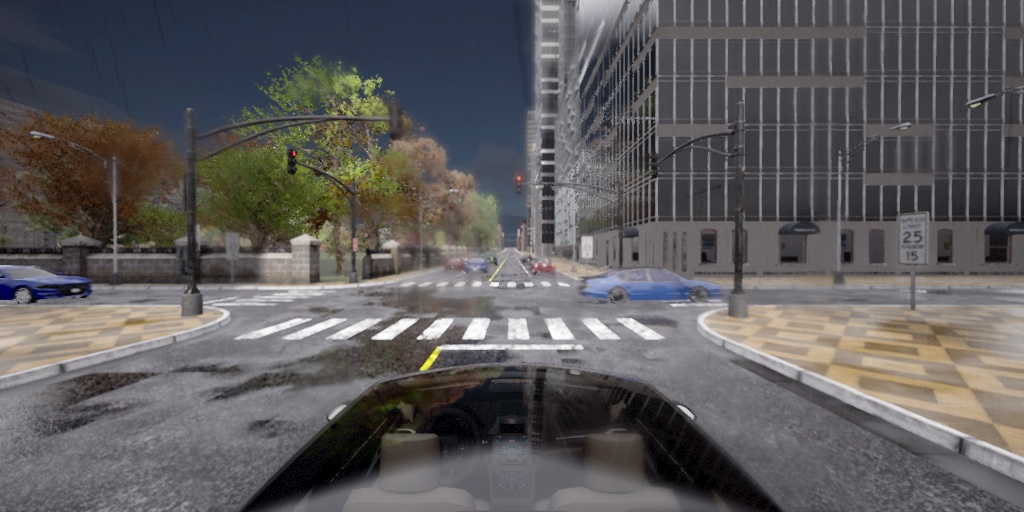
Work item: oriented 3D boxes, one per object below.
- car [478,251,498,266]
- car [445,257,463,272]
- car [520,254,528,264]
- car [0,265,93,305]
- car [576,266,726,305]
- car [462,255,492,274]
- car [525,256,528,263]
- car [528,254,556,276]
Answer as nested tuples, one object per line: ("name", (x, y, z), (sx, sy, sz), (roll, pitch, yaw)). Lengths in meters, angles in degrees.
("car", (-3.134, 0.348, 50.669), (2.150, 2.045, 5.566), (0, 1, 0))
("car", (-5.729, 0.850, 36.655), (1.888, 1.381, 4.507), (0, 0, 0))
("car", (2.627, 0.575, 59.390), (1.948, 1.339, 4.313), (0, 0, 0))
("car", (-20.249, 1.126, 14.636), (5.008, 1.535, 1.882), (0, 1, 1))
("car", (5.289, 1.120, 14.124), (5.357, 1.411, 2.033), (0, 1, 1))
("car", (-3.132, 0.877, 33.003), (1.812, 1.442, 4.674), (0, 1, 0))
("car", (2.652, 0.869, 36.667), (1.948, 1.339, 4.313), (0, 0, 0))
("car", (2.659, 0.816, 30.987), (1.967, 1.591, 4.097), (0, 0, 0))
